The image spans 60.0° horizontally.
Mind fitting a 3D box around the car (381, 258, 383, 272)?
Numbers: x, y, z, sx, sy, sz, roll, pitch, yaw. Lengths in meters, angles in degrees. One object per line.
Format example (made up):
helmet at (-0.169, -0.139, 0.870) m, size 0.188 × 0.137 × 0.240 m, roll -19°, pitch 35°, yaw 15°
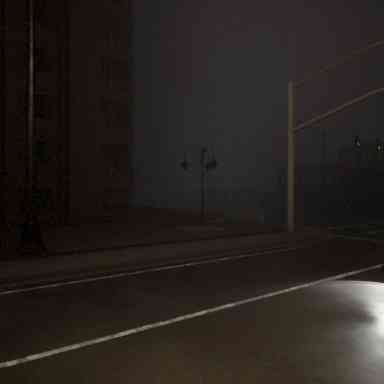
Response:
car at (6.882, 1.558, 8.817) m, size 4.181 × 1.385 × 1.994 m, roll 0°, pitch 0°, yaw -35°
